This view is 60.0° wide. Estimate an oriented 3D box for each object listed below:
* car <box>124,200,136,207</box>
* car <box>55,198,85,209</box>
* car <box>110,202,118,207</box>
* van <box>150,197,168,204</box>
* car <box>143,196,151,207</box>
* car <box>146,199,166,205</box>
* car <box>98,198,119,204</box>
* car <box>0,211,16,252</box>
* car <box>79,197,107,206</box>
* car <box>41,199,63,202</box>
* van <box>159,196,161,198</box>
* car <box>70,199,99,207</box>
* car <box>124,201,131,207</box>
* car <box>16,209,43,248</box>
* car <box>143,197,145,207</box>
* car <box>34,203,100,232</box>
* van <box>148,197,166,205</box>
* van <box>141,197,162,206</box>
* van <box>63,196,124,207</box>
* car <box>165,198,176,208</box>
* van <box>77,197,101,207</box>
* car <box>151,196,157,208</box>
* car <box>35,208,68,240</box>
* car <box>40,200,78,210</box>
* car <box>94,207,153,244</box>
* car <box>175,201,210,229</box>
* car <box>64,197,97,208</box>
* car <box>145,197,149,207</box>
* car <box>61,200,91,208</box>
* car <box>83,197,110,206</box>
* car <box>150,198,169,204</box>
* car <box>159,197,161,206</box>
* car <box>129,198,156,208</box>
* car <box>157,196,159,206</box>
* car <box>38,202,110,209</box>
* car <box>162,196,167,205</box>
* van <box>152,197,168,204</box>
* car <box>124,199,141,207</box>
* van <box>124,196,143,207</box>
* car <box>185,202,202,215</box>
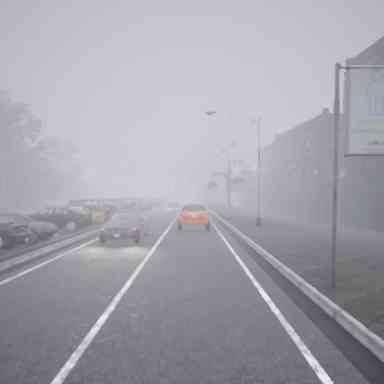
[{"bbox_3d":[-8.833,1.897,35.370,4.792,1.488,2.163,0,-1,0],"label":"car"},{"bbox_3d":[-21.985,2.063,60.139,4.553,1.767,2.185,0,-1,0],"label":"car"},{"bbox_3d":[-8.888,1.787,26.961,4.792,1.488,2.163,0,-1,0],"label":"car"},{"bbox_3d":[-8.772,2.275,88.636,4.442,1.987,1.878,0,0,0],"label":"van"},{"bbox_3d":[-8.838,1.924,49.387,4.553,1.767,2.185,0,-1,0],"label":"car"},{"bbox_3d":[-8.915,2.492,83.030,4.792,1.488,2.163,0,0,0],"label":"car"},{"bbox_3d":[-21.963,2.496,87.899,5.008,1.535,2.097,0,0,0],"label":"car"},{"bbox_3d":[-8.879,1.314,10.149,5.566,2.045,2.435,0,-1,0],"label":"car"},{"bbox_3d":[-21.990,2.118,74.019,5.566,2.045,2.435,0,-1,0],"label":"car"},{"bbox_3d":[-21.956,2.082,51.811,4.892,1.521,2.231,0,-1,0],"label":"car"},{"bbox_3d":[-8.994,2.042,66.207,4.442,1.987,1.878,0,-1,0],"label":"van"},{"bbox_3d":[-22.144,2.294,68.465,5.366,1.575,1.946,0,-1,0],"label":"car"},{"bbox_3d":[-8.832,1.860,32.567,4.792,1.488,2.163,0,-1,0],"label":"car"},{"bbox_3d":[-8.847,1.594,12.953,4.892,1.521,2.231,0,-1,0],"label":"car"},{"bbox_3d":[-8.898,1.851,43.781,4.553,1.767,2.185,0,-1,0],"label":"car"},{"bbox_3d":[-8.851,1.686,21.359,5.008,1.535,2.097,0,-1,0],"label":"car"},{"bbox_3d":[-9.004,2.256,85.834,4.442,1.987,1.878,0,0,0],"label":"van"},{"bbox_3d":[-8.998,2.151,74.614,4.442,1.987,1.878,0,-1,0],"label":"van"},{"bbox_3d":[-8.743,1.568,29.767,4.442,1.987,1.878,0,-1,0],"label":"van"},{"bbox_3d":[-3.239,2.272,60.128,1.994,1.385,4.181,0,-1,1],"label":"car"},{"bbox_3d":[-22.076,2.107,71.242,4.442,1.987,1.878,0,-1,0],"label":"van"},{"bbox_3d":[-8.842,1.834,52.192,5.566,2.045,2.435,0,-1,0],"label":"car"},{"bbox_3d":[-8.824,1.652,15.751,4.792,1.488,2.163,0,-1,0],"label":"car"},{"bbox_3d":[-21.766,2.113,54.588,5.366,1.575,1.946,0,-1,0],"label":"car"},{"bbox_3d":[-3.334,1.695,17.060,1.812,1.442,4.674,0,-1,0],"label":"car"},{"bbox_3d":[0.119,1.597,23.577,2.097,1.767,4.553,0,-1,0],"label":"car"},{"bbox_3d":[-21.986,2.010,65.693,5.566,2.045,2.435,0,-1,0],"label":"car"},{"bbox_3d":[-8.837,1.887,46.584,4.553,1.767,2.185,0,-1,0],"label":"car"},{"bbox_3d":[-21.927,2.254,62.914,4.792,1.488,2.163,0,-1,0],"label":"car"},{"bbox_3d":[-21.934,2.149,76.795,5.566,2.045,2.435,0,-1,0],"label":"car"},{"bbox_3d":[-8.885,2.517,91.442,5.008,1.535,2.097,0,0,0],"label":"car"},{"bbox_3d":[-8.870,2.232,63.401,4.892,1.521,2.231,0,-1,0],"label":"car"},{"bbox_3d":[-8.906,2.069,60.600,4.553,1.767,2.185,0,-1,0],"label":"car"},{"bbox_3d":[-8.844,1.871,54.995,5.566,2.045,2.435,0,-1,0],"label":"car"},{"bbox_3d":[-9.043,1.718,24.158,5.366,1.575,1.946,0,-1,0],"label":"car"},{"bbox_3d":[-8.852,2.089,71.814,5.566,2.045,2.435,0,-1,0],"label":"car"},{"bbox_3d":[-9.008,2.305,94.246,4.442,1.987,1.878,0,0,0],"label":"van"},{"bbox_3d":[-8.859,1.903,38.174,5.008,1.535,2.097,0,-1,0],"label":"car"},{"bbox_3d":[-8.749,1.714,40.980,4.442,1.987,1.878,0,-1,0],"label":"van"},{"bbox_3d":[0.137,2.025,41.866,2.033,1.411,5.357,0,-1,0],"label":"car"}]
